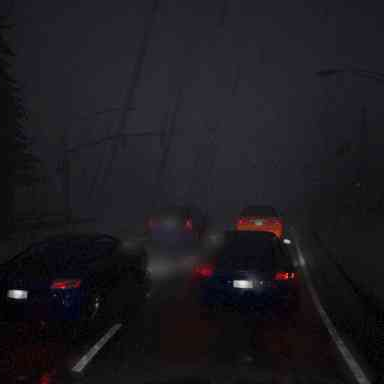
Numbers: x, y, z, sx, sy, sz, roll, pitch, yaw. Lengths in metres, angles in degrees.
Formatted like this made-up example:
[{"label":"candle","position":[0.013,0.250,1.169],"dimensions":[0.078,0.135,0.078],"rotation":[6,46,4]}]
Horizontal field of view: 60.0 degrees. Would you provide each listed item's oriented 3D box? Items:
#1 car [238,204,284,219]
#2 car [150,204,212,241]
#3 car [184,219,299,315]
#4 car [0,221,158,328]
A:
[{"label":"car","position":[3.352,1.352,16.106],"dimensions":[2.097,1.767,4.553],"rotation":[0,0,14]},{"label":"car","position":[-0.393,1.352,15.563],"dimensions":[2.097,1.767,4.553],"rotation":[0,0,14]},{"label":"car","position":[1.325,1.564,7.708],"dimensions":[1.994,1.385,4.181],"rotation":[0,0,13]},{"label":"car","position":[-2.351,1.564,7.165],"dimensions":[1.994,1.385,4.181],"rotation":[0,0,10]}]
